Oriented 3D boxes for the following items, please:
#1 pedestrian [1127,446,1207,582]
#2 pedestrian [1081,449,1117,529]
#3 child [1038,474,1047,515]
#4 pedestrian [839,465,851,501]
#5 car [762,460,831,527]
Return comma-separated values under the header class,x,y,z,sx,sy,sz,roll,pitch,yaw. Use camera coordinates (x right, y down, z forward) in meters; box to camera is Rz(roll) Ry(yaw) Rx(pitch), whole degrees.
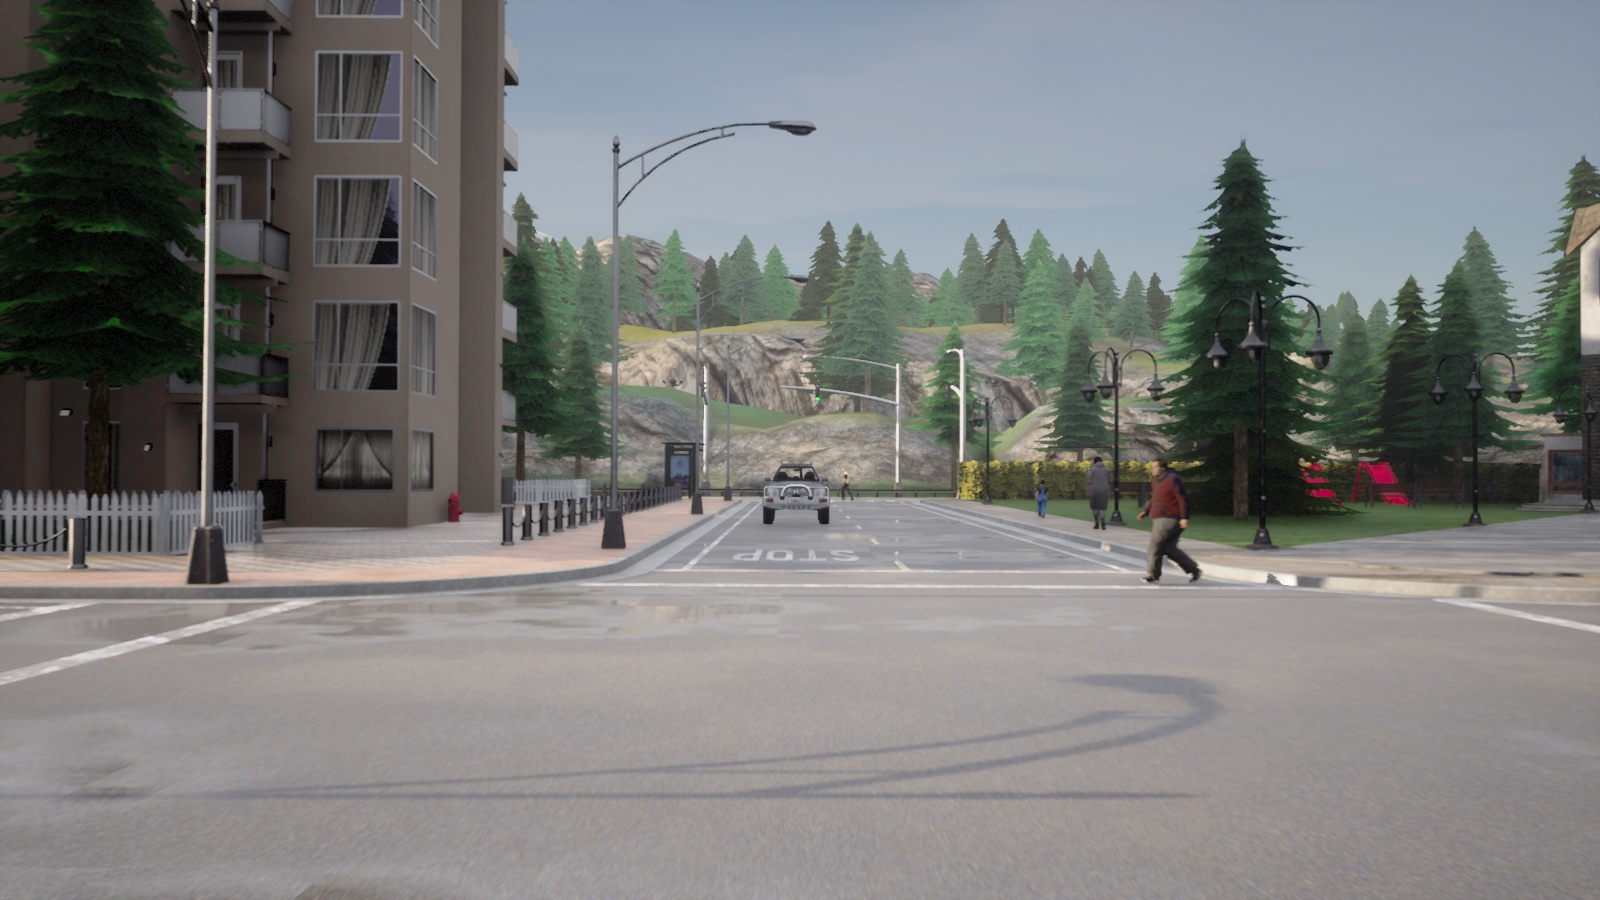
class,x,y,z,sx,sy,sz,roll,pitch,yaw
pedestrian,5.056,0.868,17.341,0.899,1.844,0.634,0,-1,0
pedestrian,7.399,0.965,31.132,0.659,1.952,0.873,0,-1,0
child,7.488,1.376,38.791,0.270,1.263,0.437,0,-1,9
pedestrian,2.331,1.690,64.719,0.594,1.836,0.345,0,-1,0
car,-0.097,1.262,37.607,1.932,1.855,4.605,0,-1,0
